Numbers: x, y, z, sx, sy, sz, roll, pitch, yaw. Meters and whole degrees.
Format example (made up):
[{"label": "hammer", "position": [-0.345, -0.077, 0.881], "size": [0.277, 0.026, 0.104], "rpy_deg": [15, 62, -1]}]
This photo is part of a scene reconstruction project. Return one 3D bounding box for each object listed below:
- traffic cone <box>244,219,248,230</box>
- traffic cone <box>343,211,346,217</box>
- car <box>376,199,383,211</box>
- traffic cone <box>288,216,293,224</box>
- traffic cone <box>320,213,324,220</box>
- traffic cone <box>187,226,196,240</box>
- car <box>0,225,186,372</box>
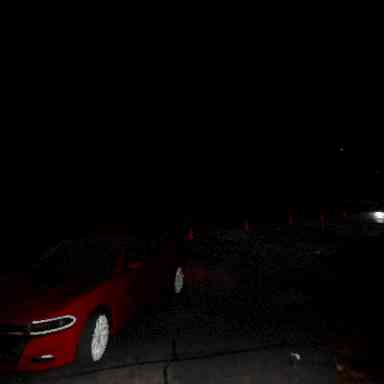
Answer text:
[{"label": "traffic cone", "position": [3.267, 1.941, 19.991], "size": [0.340, 0.580, 0.340], "rpy_deg": [1, 0, 42]}, {"label": "traffic cone", "position": [13.974, 2.021, 30.525], "size": [0.340, 0.580, 0.340], "rpy_deg": [1, 0, 43]}, {"label": "car", "position": [23.976, 1.616, 41.061], "size": [2.128, 1.511, 4.902], "rpy_deg": [1, 0, 33]}, {"label": "traffic cone", "position": [6.997, 1.972, 23.633], "size": [0.340, 0.580, 0.340], "rpy_deg": [0, 0, -43]}, {"label": "traffic cone", "position": [10.583, 2.000, 27.033], "size": [0.340, 0.580, 0.340], "rpy_deg": [0, 0, -44]}, {"label": "traffic cone", "position": [-0.040, 1.918, 15.648], "size": [0.340, 0.580, 0.340], "rpy_deg": [1, 0, 32]}, {"label": "car", "position": [-1.599, 1.450, 6.105], "size": [1.882, 1.535, 5.008], "rpy_deg": [0, 0, 17]}]
